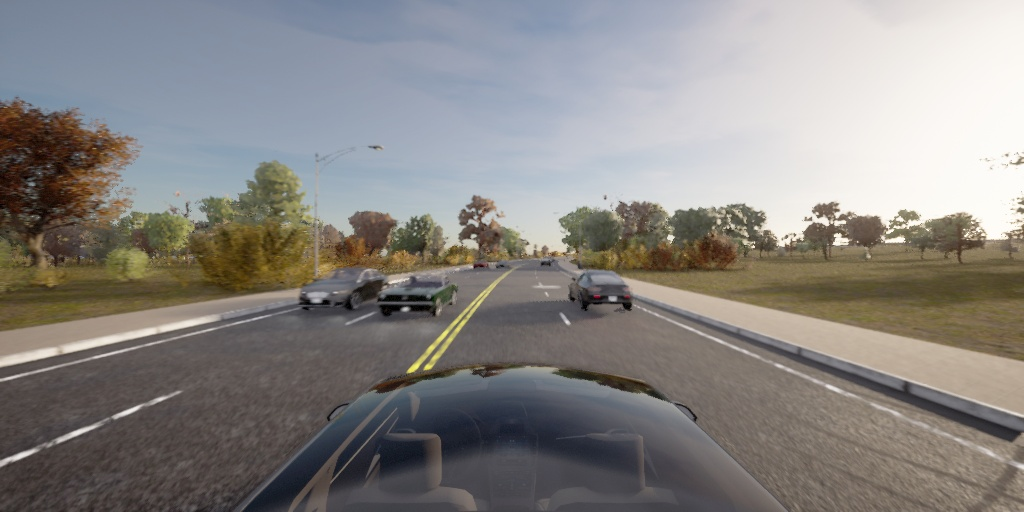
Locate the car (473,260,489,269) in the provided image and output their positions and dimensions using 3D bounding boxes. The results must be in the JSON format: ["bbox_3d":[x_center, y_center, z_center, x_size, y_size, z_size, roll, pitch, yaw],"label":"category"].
[{"bbox_3d":[-4.650,1.308,53.962,1.895,1.301,4.718,0,0,5],"label":"car"}]

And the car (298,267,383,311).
[{"bbox_3d":[-6.472,1.224,14.393,2.128,1.511,4.902,0,0,1],"label":"car"}]

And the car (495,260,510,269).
[{"bbox_3d":[-1.327,1.278,54.721,1.994,1.385,4.181,0,0,5],"label":"car"}]

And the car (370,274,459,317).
[{"bbox_3d":[-3.250,1.342,13.227,1.895,1.301,4.718,0,0,1],"label":"car"}]

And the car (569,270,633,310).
[{"bbox_3d":[3.462,1.283,14.514,1.812,1.442,4.674,0,0,1],"label":"car"}]
